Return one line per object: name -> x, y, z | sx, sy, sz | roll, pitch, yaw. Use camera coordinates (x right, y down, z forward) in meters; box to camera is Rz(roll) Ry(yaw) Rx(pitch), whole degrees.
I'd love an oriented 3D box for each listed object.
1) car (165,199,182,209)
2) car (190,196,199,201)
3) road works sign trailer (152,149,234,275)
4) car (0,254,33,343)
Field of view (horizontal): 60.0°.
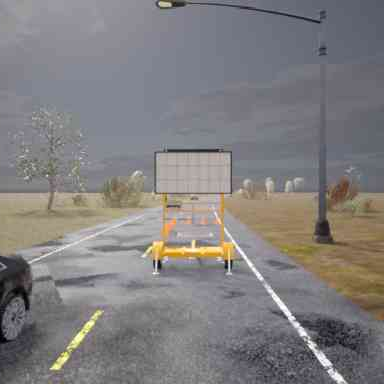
car -> -2.447, 1.594, 44.502 | 1.895, 1.301, 4.718 | 0, 0, 3
car -> 0.626, 1.579, 84.217 | 1.895, 1.301, 4.718 | 0, 0, 6
road works sign trailer -> 0.043, 0.464, 10.463 | 2.380, 3.560, 2.880 | 0, 0, 1
car -> -3.577, 1.491, 3.622 | 2.128, 1.511, 4.902 | 0, 0, 0
